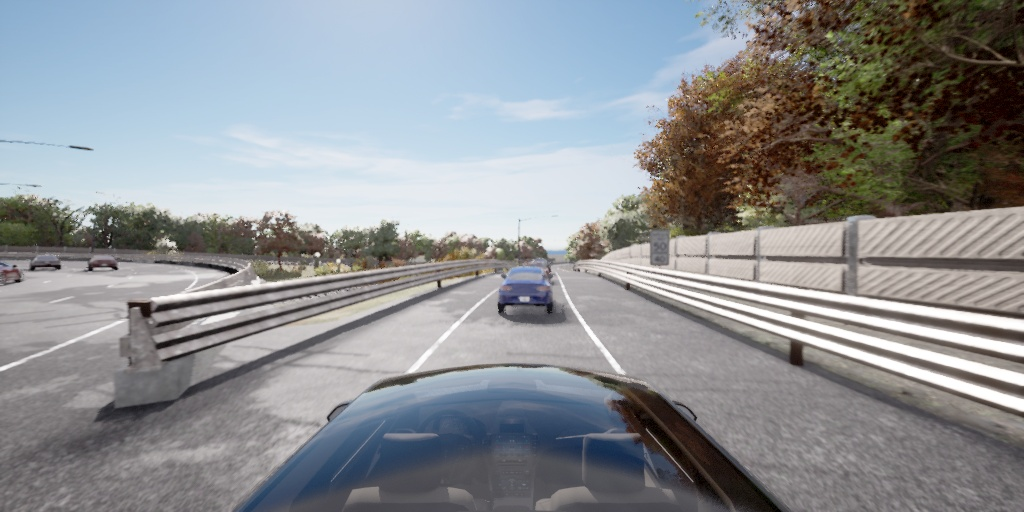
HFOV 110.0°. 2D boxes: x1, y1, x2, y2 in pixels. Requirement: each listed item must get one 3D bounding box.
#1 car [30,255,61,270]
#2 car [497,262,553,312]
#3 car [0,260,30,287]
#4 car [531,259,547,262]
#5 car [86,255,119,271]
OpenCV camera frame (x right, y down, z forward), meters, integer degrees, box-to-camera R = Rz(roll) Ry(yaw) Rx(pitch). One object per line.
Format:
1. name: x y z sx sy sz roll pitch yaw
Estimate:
1. car: -46.747 0.650 35.940 5.357 1.411 2.033 1 1 36
2. car: 0.537 1.109 13.163 1.812 1.442 4.674 0 1 4
3. car: -29.013 0.922 19.709 1.812 1.442 4.674 0 1 -41
4. car: 1.585 1.050 24.741 1.895 1.301 4.718 0 0 6
5. car: -40.642 0.652 35.614 4.674 1.442 1.812 1 1 39
